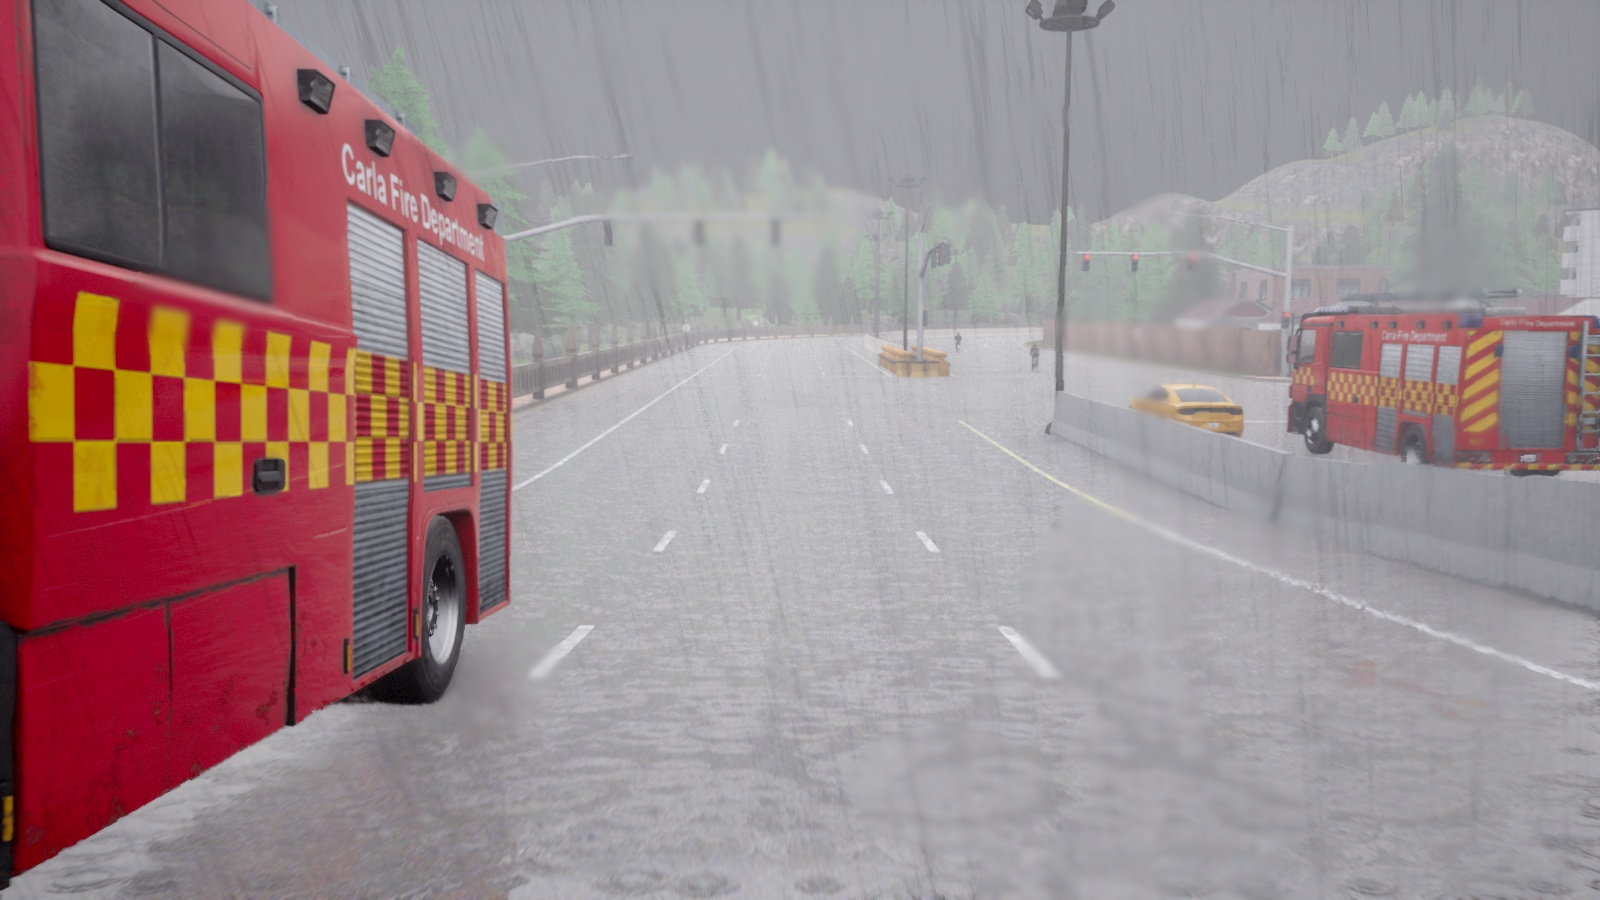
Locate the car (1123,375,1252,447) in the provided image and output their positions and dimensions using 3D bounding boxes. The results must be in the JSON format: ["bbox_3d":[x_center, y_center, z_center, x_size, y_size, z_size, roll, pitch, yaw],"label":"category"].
[{"bbox_3d":[10.326,-1.126,33.894,1.882,1.535,5.008,0,6,0],"label":"car"}]

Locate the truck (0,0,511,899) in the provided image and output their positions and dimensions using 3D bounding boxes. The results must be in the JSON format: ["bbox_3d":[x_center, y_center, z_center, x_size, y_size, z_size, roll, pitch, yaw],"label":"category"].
[{"bbox_3d":[-3.516,-0.315,4.747,2.891,3.827,8.468,0,0,0],"label":"truck"}]

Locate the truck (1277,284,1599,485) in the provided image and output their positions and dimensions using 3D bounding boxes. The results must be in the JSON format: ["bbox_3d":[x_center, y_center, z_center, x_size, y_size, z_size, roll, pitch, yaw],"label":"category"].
[{"bbox_3d":[13.870,-1.677,28.199,2.891,3.827,8.468,0,6,0],"label":"truck"}]
